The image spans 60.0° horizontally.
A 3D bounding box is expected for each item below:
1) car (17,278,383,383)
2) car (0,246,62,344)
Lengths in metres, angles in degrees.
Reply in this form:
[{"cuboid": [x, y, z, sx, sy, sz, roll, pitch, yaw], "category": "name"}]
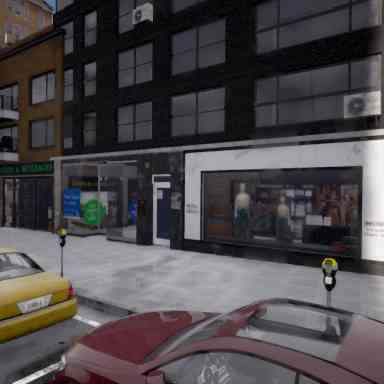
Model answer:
[{"cuboid": [0.621, 1.582, 2.634, 4.206, 1.307, 1.802, 0, 1, 36], "category": "car"}, {"cuboid": [-4.065, 1.523, 5.977, 4.829, 1.417, 1.752, 0, 1, 36], "category": "car"}]
